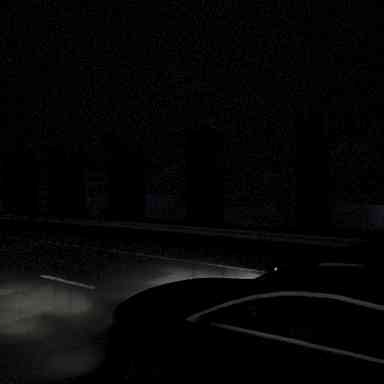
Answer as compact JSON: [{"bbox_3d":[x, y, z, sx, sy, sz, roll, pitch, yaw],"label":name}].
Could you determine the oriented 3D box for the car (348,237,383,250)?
[{"bbox_3d":[3.464,1.497,5.856,4.181,1.385,1.994,0,0,35],"label":"car"}]

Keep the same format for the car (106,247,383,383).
[{"bbox_3d":[1.244,1.458,3.165,4.902,1.511,2.128,0,0,35],"label":"car"}]
